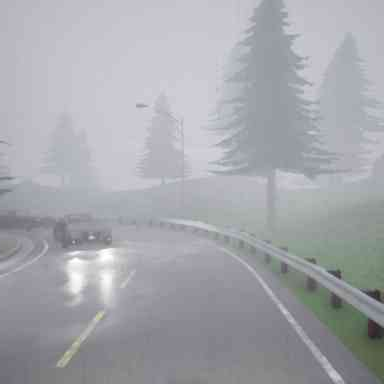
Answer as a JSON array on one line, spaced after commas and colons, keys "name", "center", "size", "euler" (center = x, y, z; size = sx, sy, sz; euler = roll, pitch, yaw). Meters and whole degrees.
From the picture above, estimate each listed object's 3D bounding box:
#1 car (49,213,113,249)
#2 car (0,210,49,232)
[{"name": "car", "center": [-5.088, 1.682, 15.277], "size": [1.994, 1.385, 4.181], "euler": [0, -1, -31]}, {"name": "car", "center": [-11.189, 1.804, 21.381], "size": [4.718, 1.301, 1.895], "euler": [0, 0, 15]}]
